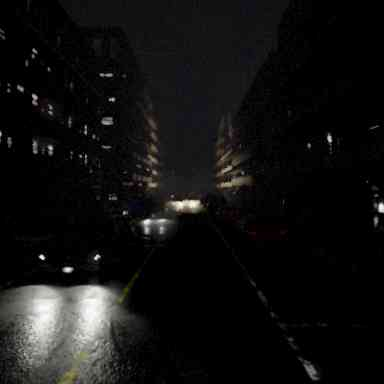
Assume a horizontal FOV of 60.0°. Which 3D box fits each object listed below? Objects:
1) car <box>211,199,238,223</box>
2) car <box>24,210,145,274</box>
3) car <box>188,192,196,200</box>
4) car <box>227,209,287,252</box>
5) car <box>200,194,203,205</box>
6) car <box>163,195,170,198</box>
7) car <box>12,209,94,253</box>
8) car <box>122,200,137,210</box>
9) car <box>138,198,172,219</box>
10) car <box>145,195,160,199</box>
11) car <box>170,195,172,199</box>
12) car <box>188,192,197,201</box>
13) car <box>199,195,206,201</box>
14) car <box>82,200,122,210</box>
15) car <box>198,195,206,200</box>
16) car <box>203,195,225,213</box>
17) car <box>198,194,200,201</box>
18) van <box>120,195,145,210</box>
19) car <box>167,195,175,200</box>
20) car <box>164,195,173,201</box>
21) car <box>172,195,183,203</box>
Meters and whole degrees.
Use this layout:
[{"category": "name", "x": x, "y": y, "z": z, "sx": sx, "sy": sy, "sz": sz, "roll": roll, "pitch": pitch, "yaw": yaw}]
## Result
[{"category": "car", "x": 2.679, "y": 1.515, "z": 25.049, "sx": 1.752, "sy": 1.417, "sz": 4.829, "roll": -1, "pitch": 0, "yaw": 0}, {"category": "car", "x": -3.056, "y": 1.543, "z": 10.888, "sx": 2.033, "sy": 1.411, "sz": 5.357, "roll": 0, "pitch": 0, "yaw": 0}, {"category": "car", "x": -0.001, "y": 1.068, "z": 93.706, "sx": 2.150, "sy": 2.045, "sz": 5.566, "roll": 0, "pitch": 0, "yaw": 0}, {"category": "car", "x": 2.680, "y": 1.576, "z": 13.675, "sx": 1.802, "sy": 1.307, "sz": 4.206, "roll": -1, "pitch": 0, "yaw": 0}, {"category": "car", "x": 2.676, "y": 1.297, "z": 47.287, "sx": 2.192, "sy": 1.841, "sz": 5.009, "roll": -1, "pitch": 0, "yaw": 0}, {"category": "car", "x": -5.701, "y": 1.559, "z": 64.121, "sx": 1.802, "sy": 1.307, "sz": 4.206, "roll": -1, "pitch": 0, "yaw": 0}, {"category": "car", "x": -5.667, "y": 1.577, "z": 13.703, "sx": 1.802, "sy": 1.307, "sz": 4.206, "roll": -1, "pitch": 0, "yaw": 0}, {"category": "car", "x": -5.668, "y": 1.541, "z": 24.907, "sx": 2.008, "sy": 1.369, "sz": 4.403, "roll": -1, "pitch": 0, "yaw": 0}, {"category": "car", "x": -3.098, "y": 1.536, "z": 29.417, "sx": 2.033, "sy": 1.411, "sz": 5.357, "roll": 0, "pitch": 0, "yaw": 0}, {"category": "car", "x": -5.694, "y": 1.299, "z": 41.713, "sx": 2.192, "sy": 1.841, "sz": 5.009, "roll": -1, "pitch": 0, "yaw": 0}, {"category": "car", "x": -5.701, "y": 1.558, "z": 69.723, "sx": 1.802, "sy": 1.307, "sz": 4.206, "roll": -1, "pitch": 0, "yaw": 0}, {"category": "car", "x": -0.001, "y": 1.355, "z": 76.310, "sx": 1.812, "sy": 1.442, "sz": 4.674, "roll": 0, "pitch": 0, "yaw": 0}, {"category": "car", "x": 2.678, "y": 1.496, "z": 86.671, "sx": 1.752, "sy": 1.417, "sz": 4.829, "roll": -1, "pitch": 0, "yaw": 0}, {"category": "car", "x": -5.669, "y": 1.433, "z": 19.305, "sx": 1.967, "sy": 1.590, "sz": 4.097, "roll": -1, "pitch": 0, "yaw": 0}, {"category": "car", "x": 2.679, "y": 1.535, "z": 92.103, "sx": 1.947, "sy": 1.339, "sz": 4.313, "roll": -1, "pitch": 0, "yaw": 0}, {"category": "car", "x": 2.676, "y": 1.301, "z": 36.083, "sx": 2.192, "sy": 1.841, "sz": 5.009, "roll": -1, "pitch": 0, "yaw": 0}, {"category": "car", "x": 2.360, "y": 1.456, "z": 58.122, "sx": 1.882, "sy": 1.535, "sz": 5.008, "roll": 0, "pitch": 0, "yaw": 0}, {"category": "van", "x": -5.670, "y": 1.329, "z": 30.509, "sx": 1.690, "sy": 1.788, "sz": 3.998, "roll": -1, "pitch": 0, "yaw": 0}, {"category": "car", "x": -5.701, "y": 1.520, "z": 92.132, "sx": 2.008, "sy": 1.369, "sz": 4.403, "roll": -1, "pitch": 0, "yaw": 0}, {"category": "car", "x": -5.701, "y": 1.523, "z": 80.928, "sx": 2.008, "sy": 1.369, "sz": 4.403, "roll": -1, "pitch": 0, "yaw": 0}, {"category": "car", "x": -3.001, "y": 1.445, "z": 69.911, "sx": 1.882, "sy": 1.535, "sz": 5.008, "roll": 0, "pitch": 0, "yaw": 0}]
